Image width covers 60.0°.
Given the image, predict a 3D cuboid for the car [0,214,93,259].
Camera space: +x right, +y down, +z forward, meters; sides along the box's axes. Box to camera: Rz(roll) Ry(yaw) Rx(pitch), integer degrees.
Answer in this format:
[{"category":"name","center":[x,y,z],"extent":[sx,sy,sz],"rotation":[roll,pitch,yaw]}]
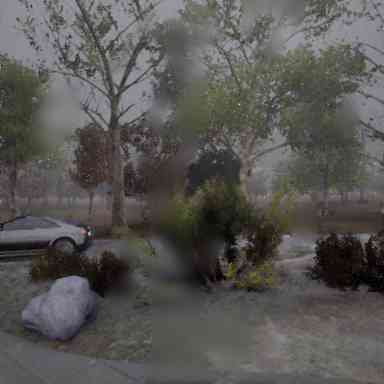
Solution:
[{"category":"car","center":[-5.425,1.447,10.877],"extent":[4.181,1.385,1.994],"rotation":[-2,1,-8]}]
